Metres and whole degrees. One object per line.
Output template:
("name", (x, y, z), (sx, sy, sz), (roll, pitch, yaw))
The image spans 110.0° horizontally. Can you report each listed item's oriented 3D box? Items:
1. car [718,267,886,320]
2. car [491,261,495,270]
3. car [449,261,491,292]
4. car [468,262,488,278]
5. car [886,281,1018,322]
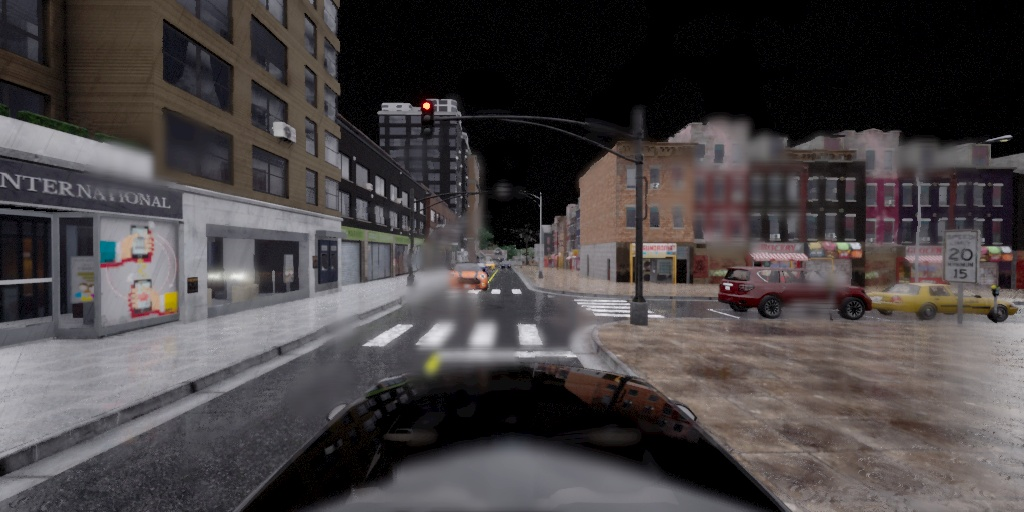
("car", (10.589, 1.346, 13.698), (5.009, 1.841, 2.192), (0, 0, -1))
("car", (-3.816, 1.609, 60.015), (1.882, 1.535, 5.008), (0, -1, -1))
("car", (-2.727, 1.147, 21.844), (2.097, 1.767, 4.553), (0, 0, -9))
("car", (-3.482, 1.410, 37.412), (1.812, 1.442, 4.674), (0, 0, -1))
("car", (16.304, 1.659, 13.789), (4.829, 1.417, 1.751), (0, 0, -1))
